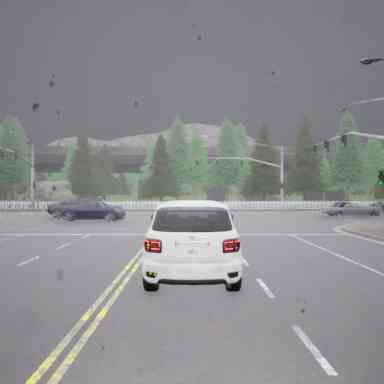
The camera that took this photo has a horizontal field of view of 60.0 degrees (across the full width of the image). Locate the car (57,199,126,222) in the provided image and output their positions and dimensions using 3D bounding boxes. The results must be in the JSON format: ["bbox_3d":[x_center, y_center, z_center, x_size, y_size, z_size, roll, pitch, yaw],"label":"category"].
[{"bbox_3d":[-7.406,1.334,25.291,4.553,1.767,2.097,0,0,0],"label":"car"}]

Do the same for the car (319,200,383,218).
[{"bbox_3d":[13.759,1.545,28.906,4.718,1.301,1.895,0,0,0],"label":"car"}]

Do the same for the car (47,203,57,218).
[{"bbox_3d":[-9.940,1.455,28.779,4.902,1.511,2.128,0,0,0],"label":"car"}]

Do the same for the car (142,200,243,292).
[{"bbox_3d":[0.009,1.221,9.088,2.150,2.045,5.566,0,0,0],"label":"car"}]
